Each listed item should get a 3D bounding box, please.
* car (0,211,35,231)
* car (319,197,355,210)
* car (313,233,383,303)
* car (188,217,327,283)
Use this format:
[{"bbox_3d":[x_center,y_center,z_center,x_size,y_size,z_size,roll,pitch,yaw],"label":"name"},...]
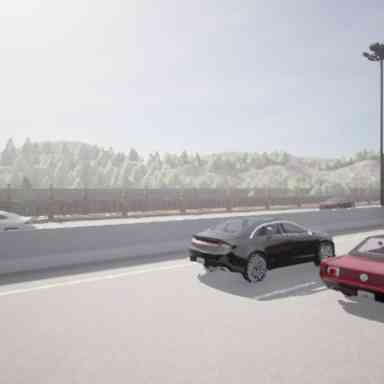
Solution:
[{"bbox_3d":[-9.414,1.523,14.457,4.674,1.442,1.812,0,0,-36],"label":"car"},{"bbox_3d":[16.134,1.353,37.015,5.008,1.535,1.882,0,0,-36],"label":"car"},{"bbox_3d":[4.947,1.572,7.275,4.718,1.301,1.895,0,0,-36],"label":"car"},{"bbox_3d":[2.182,1.465,9.603,4.902,1.511,2.128,0,0,-36],"label":"car"}]
